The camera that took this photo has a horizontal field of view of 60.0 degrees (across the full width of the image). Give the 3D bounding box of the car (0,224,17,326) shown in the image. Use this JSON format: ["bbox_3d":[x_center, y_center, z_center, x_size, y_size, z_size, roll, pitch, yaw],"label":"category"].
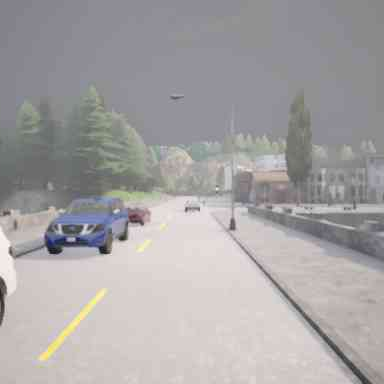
[{"bbox_3d":[-4.088,1.229,3.450,2.150,2.045,5.566,0,0,0],"label":"car"}]

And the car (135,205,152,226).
[{"bbox_3d":[-4.080,1.647,23.875,1.895,1.301,4.718,0,0,0],"label":"car"}]

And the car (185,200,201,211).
[{"bbox_3d":[0.089,1.680,41.371,1.895,1.301,4.718,0,0,0],"label":"car"}]

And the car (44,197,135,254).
[{"bbox_3d":[-4.084,1.249,13.963,2.150,2.045,5.566,0,0,0],"label":"car"}]
